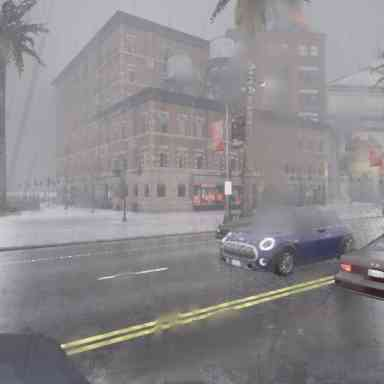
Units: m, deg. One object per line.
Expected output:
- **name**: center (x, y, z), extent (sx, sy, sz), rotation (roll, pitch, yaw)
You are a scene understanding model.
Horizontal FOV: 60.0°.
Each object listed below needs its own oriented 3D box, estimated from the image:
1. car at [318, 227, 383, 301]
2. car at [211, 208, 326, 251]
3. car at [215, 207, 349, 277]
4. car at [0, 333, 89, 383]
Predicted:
- **car**: center (5.434, 1.547, 7.572), extent (5.357, 1.411, 2.033), rotation (0, 0, -35)
- **car**: center (3.597, 1.548, 15.078), extent (5.357, 1.411, 2.033), rotation (0, 0, -35)
- **car**: center (3.046, 1.352, 10.410), extent (4.553, 1.767, 2.097), rotation (0, 0, -35)
- **car**: center (-3.134, 1.547, 1.445), extent (5.357, 1.411, 2.033), rotation (0, 0, -37)
